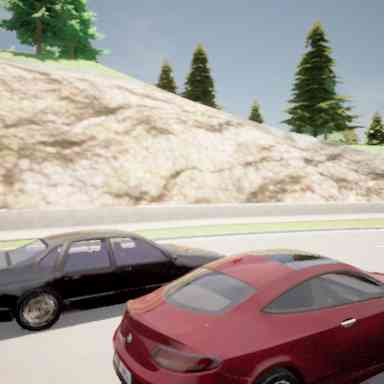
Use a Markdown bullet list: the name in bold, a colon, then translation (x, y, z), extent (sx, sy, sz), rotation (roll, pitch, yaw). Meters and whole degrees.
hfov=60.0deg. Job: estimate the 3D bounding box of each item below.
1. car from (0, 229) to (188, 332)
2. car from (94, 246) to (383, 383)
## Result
- **car**: translation (-1.696, 1.465, 6.607), extent (5.357, 1.411, 2.033), rotation (0, 1, -31)
- **car**: translation (1.375, 1.478, 4.232), extent (4.674, 1.442, 1.812), rotation (0, 1, -30)
